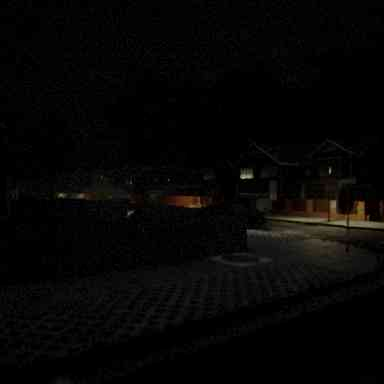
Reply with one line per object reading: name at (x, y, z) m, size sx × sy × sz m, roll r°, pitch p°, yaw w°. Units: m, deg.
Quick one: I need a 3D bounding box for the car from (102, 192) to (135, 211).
car at (-8.374, 1.059, 37.368) m, size 2.150 × 2.045 × 5.566 m, roll 0°, pitch 0°, yaw -35°

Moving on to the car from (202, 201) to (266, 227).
car at (2.599, 1.405, 21.688) m, size 1.882 × 1.535 × 5.008 m, roll 0°, pitch 0°, yaw -35°
